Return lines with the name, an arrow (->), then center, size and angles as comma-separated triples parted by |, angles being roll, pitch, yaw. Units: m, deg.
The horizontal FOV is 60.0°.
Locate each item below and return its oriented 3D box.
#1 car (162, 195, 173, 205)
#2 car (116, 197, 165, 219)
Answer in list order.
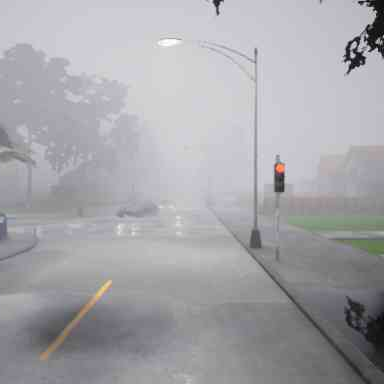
car -> -3.999, 1.192, 52.579 | 1.882, 1.535, 5.008 | 0, 1, 0
car -> -4.353, 1.401, 27.898 | 2.033, 1.411, 5.357 | 0, 0, 16
